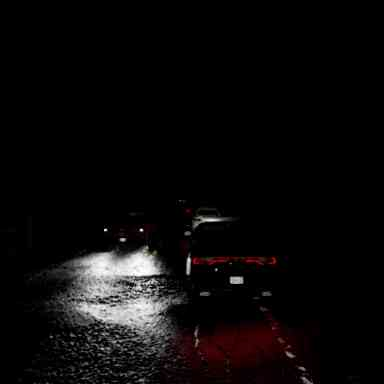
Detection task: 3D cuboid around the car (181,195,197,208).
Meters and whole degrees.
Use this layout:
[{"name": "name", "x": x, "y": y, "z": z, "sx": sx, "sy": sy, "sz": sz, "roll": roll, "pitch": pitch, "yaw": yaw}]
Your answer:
[{"name": "car", "x": 0.029, "y": 1.523, "z": 46.093, "sx": 2.128, "sy": 1.511, "sz": 4.902, "roll": 0, "pitch": 0, "yaw": 0}]

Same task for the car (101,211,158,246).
[{"name": "car", "x": -2.752, "y": 1.604, "z": 15.494, "sx": 1.895, "sy": 1.301, "sz": 4.718, "roll": 0, "pitch": 0, "yaw": 0}]

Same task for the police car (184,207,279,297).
[{"name": "police car", "x": 0.824, "y": 1.426, "z": 8.729, "sx": 1.930, "sy": 1.638, "sz": 5.238, "roll": 0, "pitch": 0, "yaw": 0}]

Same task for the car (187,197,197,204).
[{"name": "car", "x": -0.012, "y": 1.671, "z": 65.174, "sx": 1.895, "sy": 1.301, "sz": 4.718, "roll": 0, "pitch": 0, "yaw": 0}]

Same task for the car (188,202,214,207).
[{"name": "car", "x": 0.822, "y": 1.531, "z": 18.620, "sx": 1.812, "sy": 1.442, "sz": 4.674, "roll": 0, "pitch": 0, "yaw": 0}]

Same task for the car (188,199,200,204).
[{"name": "car", "x": 0.821, "y": 1.513, "z": 24.619, "sx": 1.837, "sy": 1.490, "sz": 4.892, "roll": 0, "pitch": 0, "yaw": 0}]
